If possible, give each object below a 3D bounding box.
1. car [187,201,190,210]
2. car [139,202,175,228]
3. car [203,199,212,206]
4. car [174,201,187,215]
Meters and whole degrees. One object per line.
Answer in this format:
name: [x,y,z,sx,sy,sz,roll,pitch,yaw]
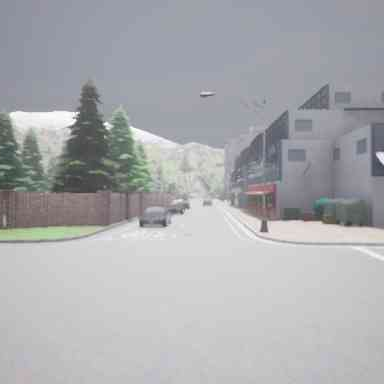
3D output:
car: [-1.300,1.979,50.931,1.895,1.301,4.718,0,0,3]
car: [-2.560,1.704,24.118,1.812,1.442,4.674,0,0,3]
car: [3.009,2.033,64.924,2.033,1.411,5.357,0,0,3]
car: [-1.941,1.843,37.472,1.994,1.385,4.181,0,-1,3]
